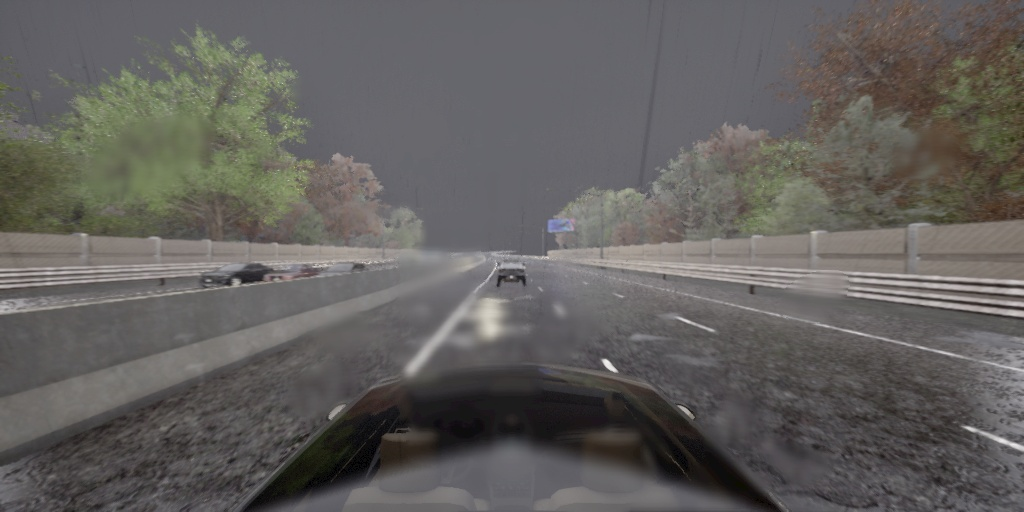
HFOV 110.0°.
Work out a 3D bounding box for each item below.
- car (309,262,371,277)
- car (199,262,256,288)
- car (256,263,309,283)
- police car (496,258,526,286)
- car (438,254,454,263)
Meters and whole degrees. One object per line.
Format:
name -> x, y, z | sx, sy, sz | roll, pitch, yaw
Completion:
car -> -10.715, 1.170, 23.181 | 1.837, 1.490, 4.892 | 0, 0, 0
car -> -17.719, 1.149, 23.399 | 1.882, 1.535, 5.008 | 0, 0, -1
car -> -14.220, 1.231, 23.586 | 1.994, 1.385, 4.181 | 0, 0, -1
police car -> -0.051, 1.070, 24.494 | 1.930, 1.638, 5.238 | 0, 0, -1
car -> -11.574, 0.696, 63.582 | 2.150, 2.045, 5.566 | 0, 0, -2
